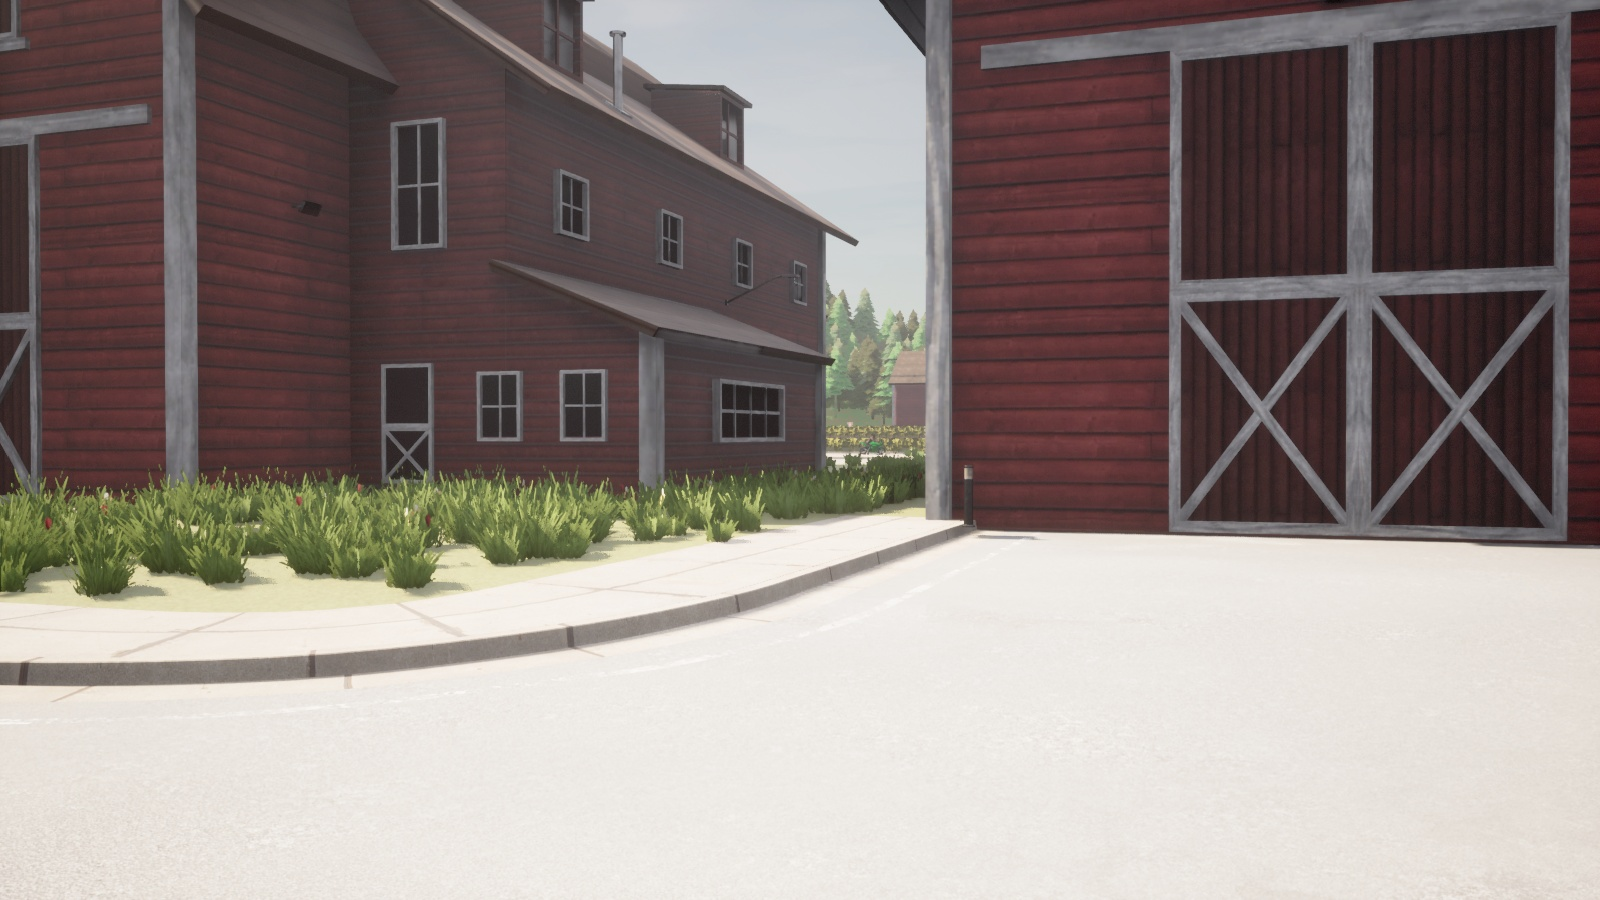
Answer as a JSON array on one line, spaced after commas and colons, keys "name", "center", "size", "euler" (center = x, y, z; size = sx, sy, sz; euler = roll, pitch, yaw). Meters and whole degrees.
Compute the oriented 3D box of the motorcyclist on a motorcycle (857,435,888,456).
[{"name": "motorcyclist on a motorcycle", "center": [5.278, -0.348, 91.460], "size": [2.044, 1.523, 0.797], "euler": [1, 1, 19]}]
